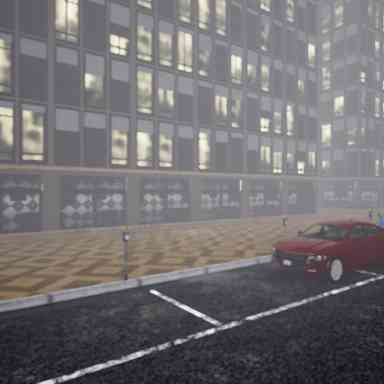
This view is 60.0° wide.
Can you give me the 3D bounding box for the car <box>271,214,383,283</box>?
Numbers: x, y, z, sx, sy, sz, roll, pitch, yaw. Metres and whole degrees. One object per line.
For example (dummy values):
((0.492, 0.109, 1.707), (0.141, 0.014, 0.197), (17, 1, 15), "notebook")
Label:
((4.196, 1.490, 9.546), (4.507, 1.381, 1.887), (0, 1, -35), "car")
